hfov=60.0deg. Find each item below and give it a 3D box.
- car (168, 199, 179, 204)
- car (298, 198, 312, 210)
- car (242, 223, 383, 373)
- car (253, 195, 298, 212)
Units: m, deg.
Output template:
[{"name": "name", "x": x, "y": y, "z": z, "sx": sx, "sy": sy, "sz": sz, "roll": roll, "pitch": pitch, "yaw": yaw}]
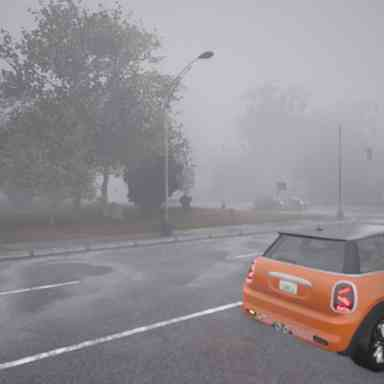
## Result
[{"name": "car", "x": -4.236, "y": 1.464, "z": 60.304, "sx": 1.895, "sy": 1.301, "sz": 4.718, "roll": 0, "pitch": 0, "yaw": -37}, {"name": "car", "x": 11.889, "y": 1.210, "z": 39.568, "sx": 2.097, "sy": 1.767, "sz": 4.553, "roll": 0, "pitch": 0, "yaw": -38}, {"name": "car", "x": 3.085, "y": 1.338, "z": 5.874, "sx": 4.553, "sy": 1.767, "sz": 2.097, "roll": 0, "pitch": 0, "yaw": -35}, {"name": "car", "x": 9.098, "y": 1.228, "z": 37.455, "sx": 2.097, "sy": 1.767, "sz": 4.553, "roll": 0, "pitch": 0, "yaw": -38}]
